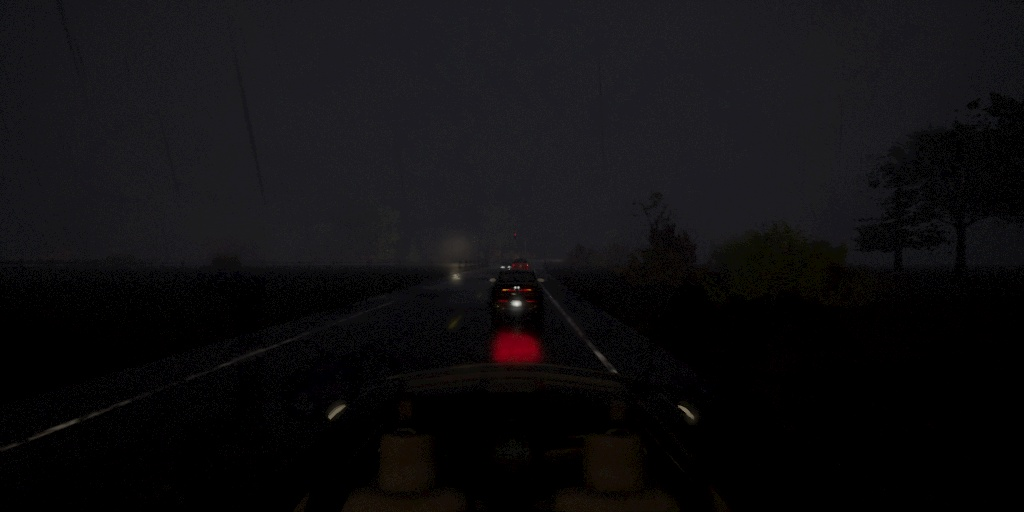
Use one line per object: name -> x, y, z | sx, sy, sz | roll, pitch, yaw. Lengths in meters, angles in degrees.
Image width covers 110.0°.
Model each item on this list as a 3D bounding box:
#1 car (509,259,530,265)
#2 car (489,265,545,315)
car -> 1.052, 1.081, 41.862 | 2.097, 1.767, 4.553 | 0, 0, 3
car -> 0.189, 1.249, 13.566 | 1.837, 1.490, 4.892 | 0, 0, 1
